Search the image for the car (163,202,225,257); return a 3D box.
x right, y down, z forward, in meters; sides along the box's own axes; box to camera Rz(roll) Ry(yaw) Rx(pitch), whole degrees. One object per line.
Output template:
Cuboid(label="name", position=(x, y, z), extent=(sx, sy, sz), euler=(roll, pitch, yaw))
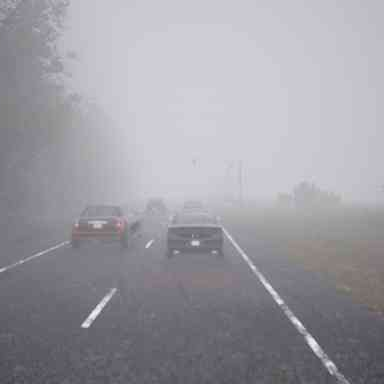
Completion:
Cuboid(label="car", position=(0.104, 1.360, 12.454), extent=(1.882, 1.535, 5.008), euler=(0, 1, 0))

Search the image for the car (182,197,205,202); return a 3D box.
Cuboid(label="car", position=(0.121, 1.204, 30.121), extent=(2.128, 1.511, 4.902), euler=(0, 0, 0))

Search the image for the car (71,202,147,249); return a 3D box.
Cuboid(label="car", position=(-3.396, 1.218, 14.097), extent=(2.097, 1.767, 4.553), euler=(0, 0, 0))

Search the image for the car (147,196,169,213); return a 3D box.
Cuboid(label="car", position=(-3.386, 1.195, 32.612), extent=(1.837, 1.490, 4.892), euler=(0, 0, 0))
